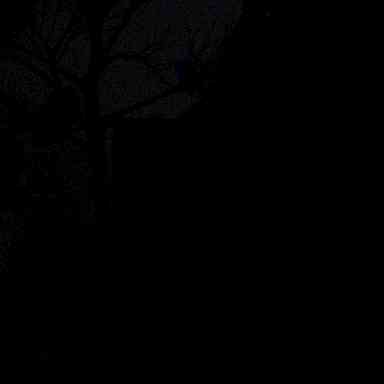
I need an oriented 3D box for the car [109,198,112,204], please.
[{"bbox_3d":[-15.697,1.935,66.691,1.812,1.442,4.674,1,0,12],"label":"car"}]
